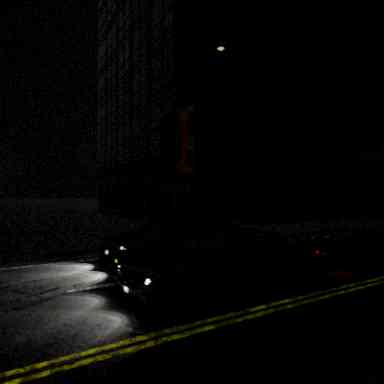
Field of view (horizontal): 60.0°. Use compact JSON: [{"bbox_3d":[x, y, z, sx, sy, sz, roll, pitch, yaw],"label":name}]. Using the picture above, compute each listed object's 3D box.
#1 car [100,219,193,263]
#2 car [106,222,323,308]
[{"bbox_3d":[-0.813,1.598,10.833,4.181,1.385,1.994,1,0,-33],"label":"car"},{"bbox_3d":[0.912,1.585,8.126,5.357,1.411,2.033,1,0,-33],"label":"car"}]
